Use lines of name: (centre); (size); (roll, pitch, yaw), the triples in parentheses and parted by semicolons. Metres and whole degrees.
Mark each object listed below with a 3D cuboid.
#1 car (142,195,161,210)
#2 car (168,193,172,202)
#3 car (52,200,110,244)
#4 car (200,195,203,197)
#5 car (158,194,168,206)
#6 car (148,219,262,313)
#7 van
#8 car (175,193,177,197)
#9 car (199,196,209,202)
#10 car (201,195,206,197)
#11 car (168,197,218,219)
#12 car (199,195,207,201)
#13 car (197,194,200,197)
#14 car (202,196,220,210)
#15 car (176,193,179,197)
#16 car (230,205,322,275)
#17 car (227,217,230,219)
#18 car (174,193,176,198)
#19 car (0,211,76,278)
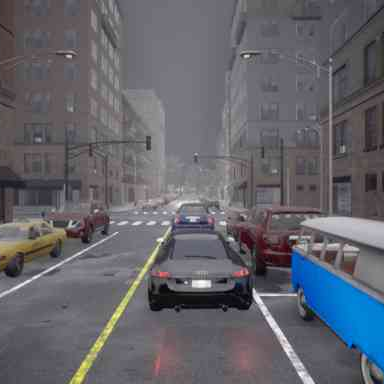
car: (-5.384, 1.518, 42.908); (1.752, 1.417, 4.829); (0, 0, 0)
car: (-5.365, 1.307, 59.524); (2.192, 1.841, 5.009); (0, 0, 0)
car: (-5.388, 1.313, 16.070); (2.192, 1.841, 5.009); (0, 0, 0)
car: (2.678, 1.543, 54.035); (2.008, 1.369, 4.403); (0, 0, 0)
car: (-5.372, 1.518, 53.871); (1.752, 1.417, 4.829); (0, 0, 0)
car: (0.104, 1.563, 7.777); (1.994, 1.385, 4.181); (0, 0, -2)
van: (2.642, 1.340, 4.706); (1.690, 1.788, 3.998); (0, 0, 0)
car: (-5.341, 1.557, 81.452); (1.947, 1.339, 4.313); (0, 0, 0)
car: (2.694, 1.542, 75.963); (2.008, 1.369, 4.403); (0, 0, 0)
car: (2.674, 1.537, 48.553); (1.887, 1.381, 4.507); (0, 0, 0)
car: (0.062, 1.349, 17.833); (2.097, 1.767, 4.553); (0, 0, 0)
car: (2.698, 1.431, 81.446); (1.967, 1.590, 4.097); (0, 0, 0)
car: (2.690, 1.542, 70.481); (2.008, 1.369, 4.403); (0, 0, 0)
car: (2.670, 1.544, 43.072); (2.008, 1.369, 4.403); (0, 0, 0)
car: (-5.335, 1.306, 86.934); (2.192, 1.841, 5.009); (0, 0, 0)
car: (2.646, 1.314, 10.384); (2.192, 1.841, 5.009); (0, 0, 0)
car: (2.650, 1.579, 16.064); (1.802, 1.307, 4.206); (0, 0, 0)
car: (-5.347, 1.542, 75.969); (2.008, 1.369, 4.403); (0, 0, 0)
car: (-5.392, 1.524, 10.221); (1.752, 1.417, 4.829); (0, 0, 0)
